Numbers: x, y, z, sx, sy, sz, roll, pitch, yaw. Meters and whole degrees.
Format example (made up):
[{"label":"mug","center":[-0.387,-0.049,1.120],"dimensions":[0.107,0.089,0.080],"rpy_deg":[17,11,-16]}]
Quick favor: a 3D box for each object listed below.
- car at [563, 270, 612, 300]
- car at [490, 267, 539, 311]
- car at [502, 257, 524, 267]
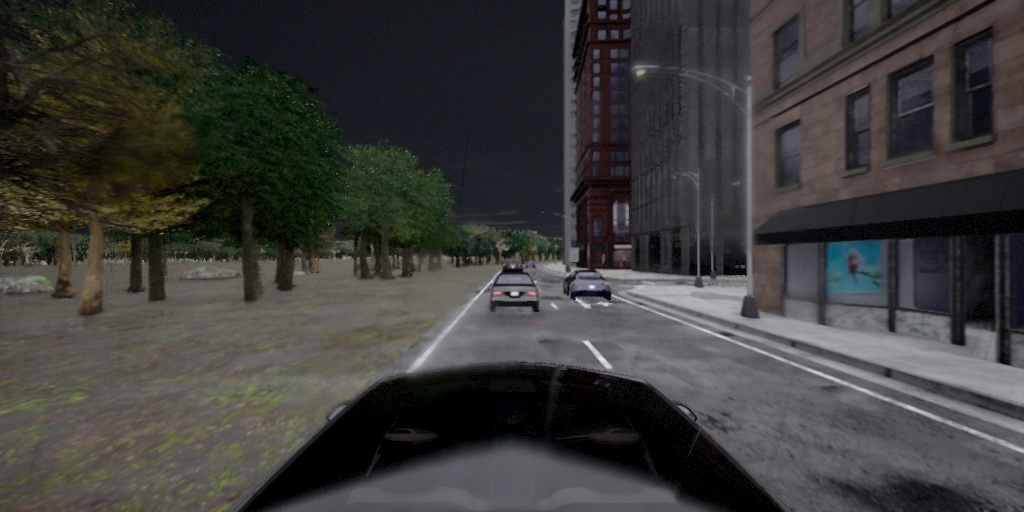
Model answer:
[{"label":"car","center":[3.749,1.391,18.316],"dimensions":[1.994,1.385,4.181],"rpy_deg":[0,0,3]},{"label":"car","center":[0.084,1.352,14.669],"dimensions":[2.033,1.411,5.357],"rpy_deg":[0,0,0]},{"label":"car","center":[0.090,1.164,37.846],"dimensions":[2.150,2.045,5.566],"rpy_deg":[0,0,0]}]
